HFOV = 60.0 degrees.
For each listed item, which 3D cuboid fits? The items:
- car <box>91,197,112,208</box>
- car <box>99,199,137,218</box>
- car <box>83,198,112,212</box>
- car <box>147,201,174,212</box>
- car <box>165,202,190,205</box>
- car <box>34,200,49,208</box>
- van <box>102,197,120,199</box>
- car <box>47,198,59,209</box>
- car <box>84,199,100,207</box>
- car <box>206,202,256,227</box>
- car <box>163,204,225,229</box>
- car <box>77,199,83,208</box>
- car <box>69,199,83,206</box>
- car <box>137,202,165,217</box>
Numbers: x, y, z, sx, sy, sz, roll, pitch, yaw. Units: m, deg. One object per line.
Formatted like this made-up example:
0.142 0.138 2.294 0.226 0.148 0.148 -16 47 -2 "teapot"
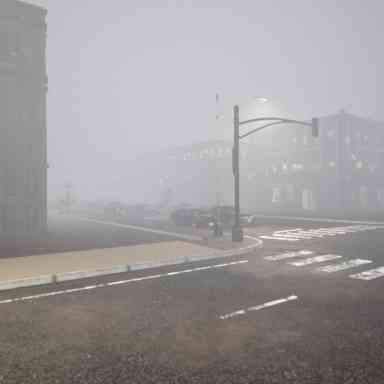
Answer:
-17.114 1.939 62.880 2.192 1.841 5.009 -1 0 -35 "car"
-7.923 1.846 35.460 1.967 1.590 4.097 -1 0 -35 "car"
-13.623 2.022 48.054 2.128 1.511 4.902 -1 0 -35 "car"
-4.291 1.965 44.826 1.802 1.307 4.206 -2 0 -35 "car"
-1.088 1.902 40.313 1.802 1.307 4.206 -2 0 -35 "car"
-30.349 2.375 67.055 2.008 1.369 4.403 -1 0 -35 "car"
-13.909 1.906 58.366 1.690 1.788 3.998 -1 0 -35 "van"
-23.842 2.232 57.889 1.752 1.417 4.829 -1 0 -35 "car"
-20.312 2.227 67.393 1.887 1.381 4.507 -1 0 -35 "car"
2.693 1.737 25.001 1.812 1.442 4.674 -1 0 -34 "car"
0.014 1.814 24.074 1.947 1.339 4.313 -2 0 -35 "car"
-20.211 2.194 62.807 1.812 1.442 4.674 -1 0 -35 "car"
-26.720 2.363 76.421 1.947 1.339 4.313 -1 0 -35 "car"
-5.493 1.921 36.533 2.033 1.411 5.357 -1 0 -35 "car"
